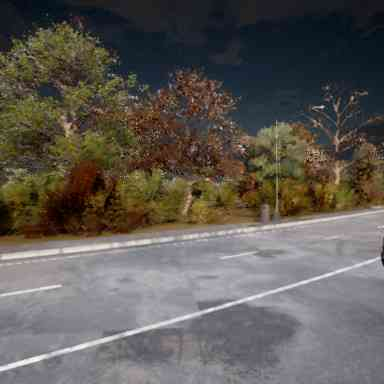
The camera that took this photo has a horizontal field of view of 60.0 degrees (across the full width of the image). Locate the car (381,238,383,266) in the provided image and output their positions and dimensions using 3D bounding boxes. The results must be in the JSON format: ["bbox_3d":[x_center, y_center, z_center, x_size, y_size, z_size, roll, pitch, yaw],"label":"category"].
[{"bbox_3d":[7.640,1.356,10.135,4.553,1.767,2.097,-1,0,-40],"label":"car"}]
